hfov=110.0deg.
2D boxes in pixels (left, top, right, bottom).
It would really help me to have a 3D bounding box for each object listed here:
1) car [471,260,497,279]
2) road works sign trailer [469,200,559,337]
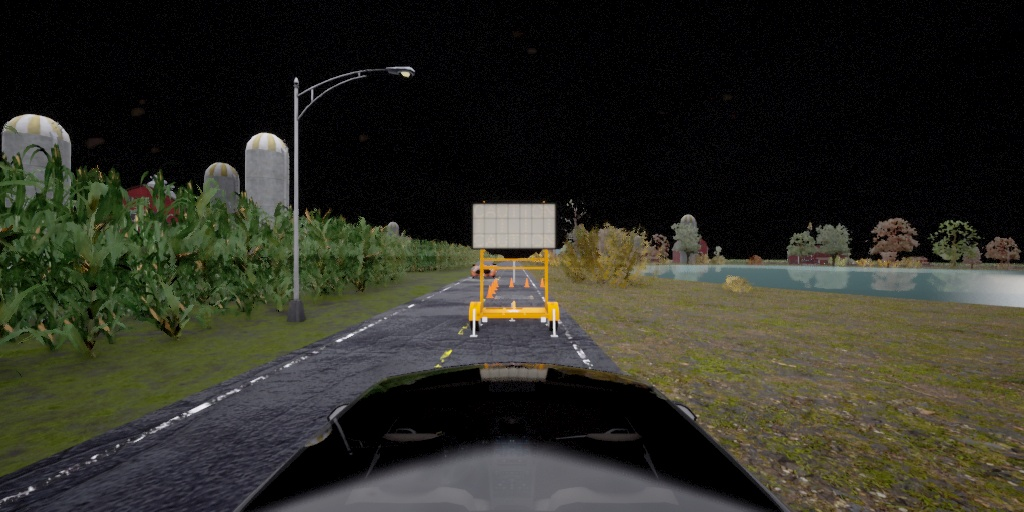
[{"bbox_3d":[-2.549,1.131,33.294,2.097,1.767,4.553,0,0,0],"label":"car"},{"bbox_3d":[0.061,0.217,10.274,2.380,3.560,2.880,0,0,0],"label":"road works sign trailer"}]
